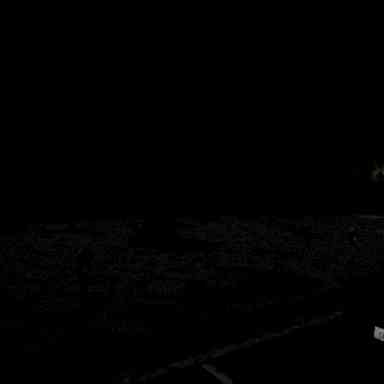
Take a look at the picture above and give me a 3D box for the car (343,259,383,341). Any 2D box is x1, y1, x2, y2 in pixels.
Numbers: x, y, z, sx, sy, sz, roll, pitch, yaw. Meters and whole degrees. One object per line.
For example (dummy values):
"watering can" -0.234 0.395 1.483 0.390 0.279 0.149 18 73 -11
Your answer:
"car" 4.382 1.545 5.536 4.313 1.339 1.947 1 2 -33
